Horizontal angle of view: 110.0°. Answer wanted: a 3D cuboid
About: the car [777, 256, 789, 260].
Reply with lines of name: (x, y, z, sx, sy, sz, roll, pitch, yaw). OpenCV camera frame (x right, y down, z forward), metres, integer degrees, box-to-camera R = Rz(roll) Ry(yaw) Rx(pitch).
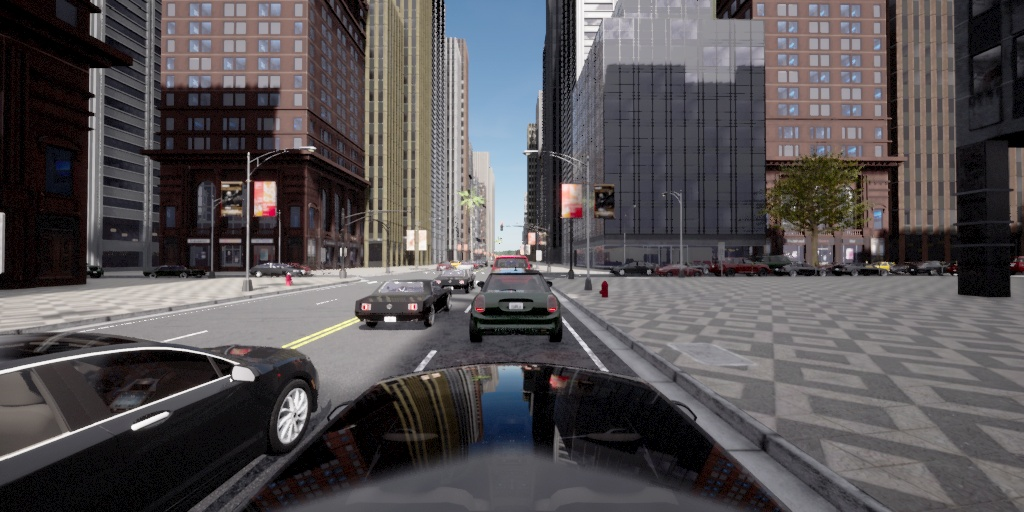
car: (27.206, 0.999, 38.907, 5.566, 2.045, 2.150, 0, -1, -1)

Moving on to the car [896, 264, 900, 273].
car: (43.919, 1.261, 39.124, 4.674, 1.442, 1.812, 0, -1, 0)

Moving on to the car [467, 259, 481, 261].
car: (-6.695, 1.633, 61.024, 1.895, 1.301, 4.718, 0, 0, 0)

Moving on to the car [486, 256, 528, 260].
car: (-0.036, 1.003, 19.417, 2.150, 2.045, 5.566, 0, 0, 0)

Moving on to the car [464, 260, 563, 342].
car: (0.081, 1.108, 9.897, 2.097, 1.767, 4.553, 0, 0, 0)

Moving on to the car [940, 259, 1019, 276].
car: (43.442, 1.214, 33.409, 4.507, 1.381, 1.888, 0, 0, -1)

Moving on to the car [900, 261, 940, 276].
car: (42.522, 1.228, 36.025, 4.674, 1.442, 1.812, 0, -1, -1)

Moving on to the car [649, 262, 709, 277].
car: (15.254, 1.327, 32.915, 4.207, 1.307, 1.802, 0, 0, -1)

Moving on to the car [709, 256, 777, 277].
car: (20.892, 1.041, 33.014, 5.009, 1.841, 2.192, 0, 0, -1)

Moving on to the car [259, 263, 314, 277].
car: (-23.883, 1.495, 38.072, 4.674, 1.442, 1.812, 0, -1, 0)

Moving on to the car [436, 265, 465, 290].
car: (-3.189, 1.387, 20.713, 1.895, 1.301, 4.718, 0, 0, 0)

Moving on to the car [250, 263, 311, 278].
car: (-22.716, 1.418, 34.870, 4.902, 1.511, 2.128, 0, -1, 0)

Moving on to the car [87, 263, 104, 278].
car: (-43.300, 1.241, 34.855, 5.566, 2.045, 2.150, 0, -1, 0)

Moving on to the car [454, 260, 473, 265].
car: (-6.697, 1.569, 51.860, 1.895, 1.301, 4.718, 0, 0, 0)

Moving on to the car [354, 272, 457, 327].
car: (-3.167, 1.361, 11.544, 1.895, 1.301, 4.718, 0, 0, 0)

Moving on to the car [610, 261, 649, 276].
car: (13.031, 1.326, 38.652, 4.892, 1.490, 1.837, 0, -1, -1)

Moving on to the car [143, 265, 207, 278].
car: (-32.663, 1.572, 34.859, 4.718, 1.301, 1.895, 0, -1, 0)

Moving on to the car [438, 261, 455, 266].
car: (-9.942, 1.503, 53.115, 1.812, 1.442, 4.674, 0, 0, -3)

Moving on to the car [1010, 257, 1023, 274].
car: (49.080, 0.973, 33.508, 5.009, 1.841, 2.192, 0, 0, -1)

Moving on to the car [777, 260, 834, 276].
car: (26.529, 1.276, 33.112, 4.313, 1.339, 1.948, 0, 0, -1)

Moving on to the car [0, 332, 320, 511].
car: (-3.151, 1.255, 2.224, 1.837, 1.490, 4.892, 0, 0, 0)

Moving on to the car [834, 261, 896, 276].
car: (32.166, 1.260, 33.211, 4.313, 1.339, 1.948, 0, 0, -1)
